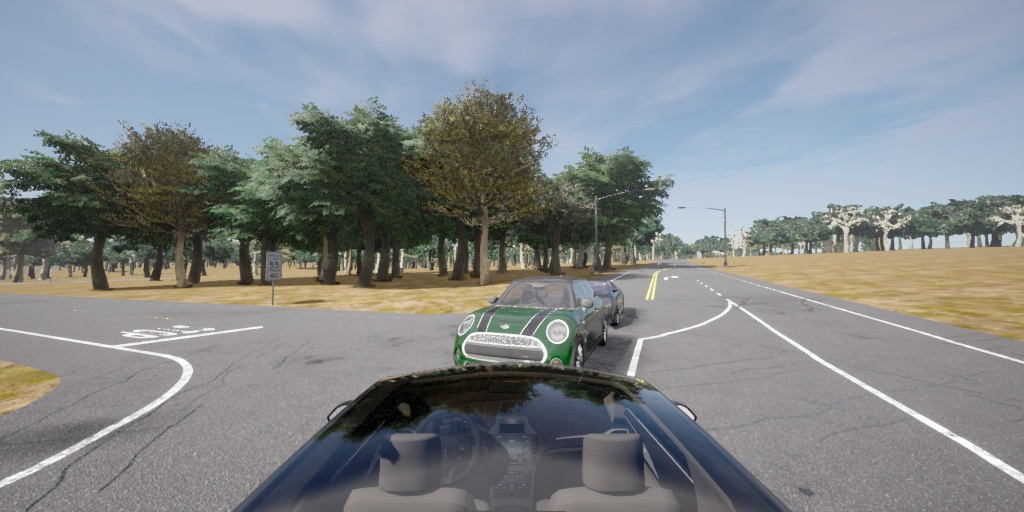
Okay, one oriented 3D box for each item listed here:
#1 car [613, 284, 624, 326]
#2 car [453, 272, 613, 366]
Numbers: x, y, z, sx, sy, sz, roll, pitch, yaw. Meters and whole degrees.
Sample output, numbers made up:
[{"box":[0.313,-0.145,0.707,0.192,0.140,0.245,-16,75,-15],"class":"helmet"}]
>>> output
[{"box":[2.895,1.555,12.918,1.994,1.385,4.181,-2,0,22],"class":"car"},{"box":[0.674,1.222,7.484,2.097,1.767,4.553,-1,-2,22],"class":"car"}]
